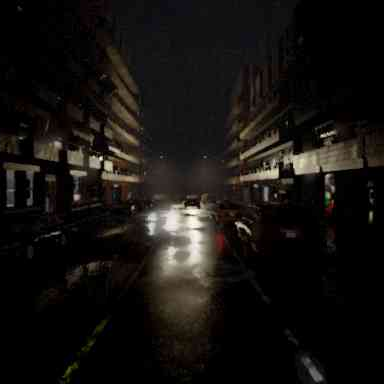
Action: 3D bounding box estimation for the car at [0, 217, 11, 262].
[{"bbox_3d":[-5.691,1.271,5.791,2.192,1.841,5.009,-1,0,0],"label":"car"}]

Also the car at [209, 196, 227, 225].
[{"bbox_3d":[2.359,1.287,22.387,1.801,1.575,5.366,0,0,0],"label":"car"}]

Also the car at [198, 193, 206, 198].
[{"bbox_3d":[2.716,0.880,89.790,2.008,1.369,4.403,-1,0,0],"label":"car"}]

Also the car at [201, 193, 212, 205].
[{"bbox_3d":[2.700,1.144,50.746,1.752,1.417,4.829,-1,0,0],"label":"car"}]

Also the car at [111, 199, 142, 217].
[{"bbox_3d":[-5.689,1.369,28.201,1.802,1.307,4.206,-1,0,0],"label":"car"}]

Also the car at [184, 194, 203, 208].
[{"bbox_3d":[0.045,1.248,41.977,1.994,1.385,4.181,0,0,0],"label":"car"}]

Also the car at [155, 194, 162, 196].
[{"bbox_3d":[-5.682,1.212,45.007,2.008,1.369,4.403,-1,0,0],"label":"car"}]

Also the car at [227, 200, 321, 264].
[{"bbox_3d":[2.681,1.228,11.361,2.192,1.841,5.009,-1,0,0],"label":"car"}]

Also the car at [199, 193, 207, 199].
[{"bbox_3d":[2.714,0.937,84.187,1.947,1.339,4.313,-1,0,0],"label":"car"}]

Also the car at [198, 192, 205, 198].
[{"bbox_3d":[2.718,0.812,95.561,1.752,1.417,4.829,-1,0,0],"label":"car"}]

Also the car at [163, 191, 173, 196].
[{"bbox_3d":[-5.676,0.810,67.412,2.192,1.841,5.009,-1,0,0],"label":"car"}]

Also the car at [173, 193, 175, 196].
[{"bbox_3d":[-5.662,0.839,95.423,2.008,1.369,4.403,-1,0,0],"label":"car"}]

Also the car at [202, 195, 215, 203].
[{"bbox_3d":[2.702,1.143,56.178,1.947,1.339,4.313,-1,0,0],"label":"car"}]

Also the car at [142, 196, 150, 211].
[{"bbox_3d":[-5.687,1.327,33.803,1.802,1.307,4.206,-1,0,0],"label":"car"}]

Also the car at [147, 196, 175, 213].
[{"bbox_3d":[-3.084,1.348,33.562,1.895,1.301,4.718,0,0,0],"label":"car"}]

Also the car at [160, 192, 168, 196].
[{"bbox_3d":[-5.678,1.128,56.210,2.008,1.369,4.403,-1,0,0],"label":"car"}]

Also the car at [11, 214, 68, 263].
[{"bbox_3d":[-5.703,1.464,11.395,2.008,1.369,4.403,-1,0,0],"label":"car"}]
